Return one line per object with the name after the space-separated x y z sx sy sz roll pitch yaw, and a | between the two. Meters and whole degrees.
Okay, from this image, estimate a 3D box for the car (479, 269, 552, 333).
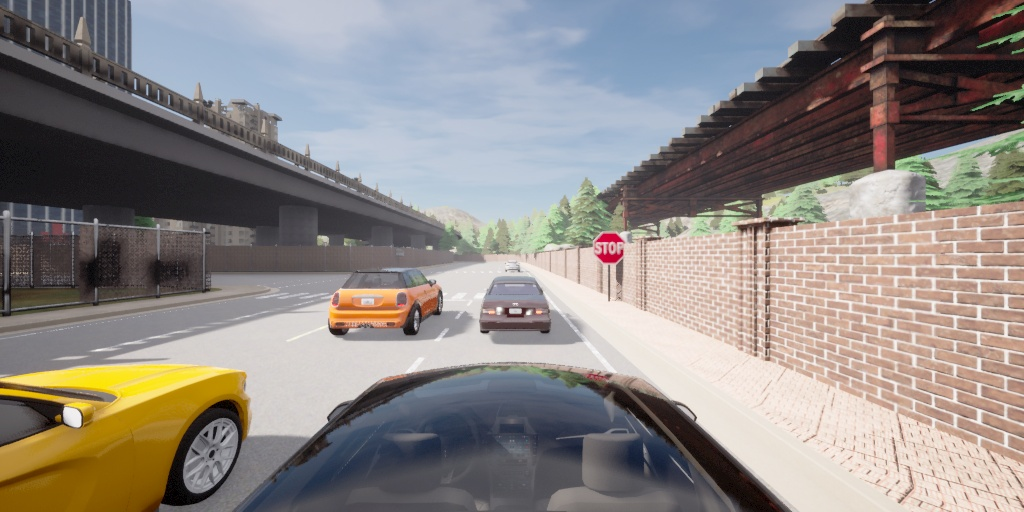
0.076 1.297 10.647 2.033 1.411 5.357 0 0 0 | car

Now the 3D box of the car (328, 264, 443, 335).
-3.425 1.102 10.623 2.097 1.767 4.553 0 0 0 | car

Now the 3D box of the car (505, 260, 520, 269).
0.074 1.276 45.516 1.812 1.442 4.674 0 0 -1 | car

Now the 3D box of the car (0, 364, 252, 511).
-3.398 1.228 1.366 1.882 1.535 5.008 0 0 0 | car
